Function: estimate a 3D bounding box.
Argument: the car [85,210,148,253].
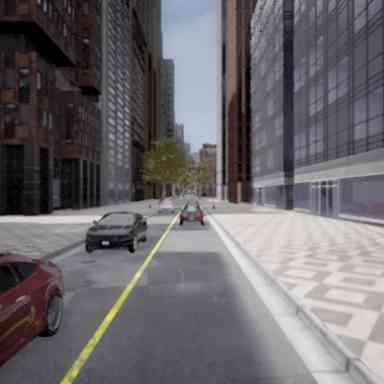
[{"bbox_3d":[-3.088,1.577,14.452,1.882,1.535,5.008,0,0,0],"label":"car"}]

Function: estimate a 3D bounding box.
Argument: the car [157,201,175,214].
[{"bbox_3d":[-3.017,1.803,40.220,1.812,1.442,4.674,0,-1,0],"label":"car"}]

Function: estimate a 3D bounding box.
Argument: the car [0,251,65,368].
[{"bbox_3d":[-3.091,1.554,4.056,1.812,1.442,4.674,0,0,0],"label":"car"}]

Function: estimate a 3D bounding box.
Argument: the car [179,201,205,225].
[{"bbox_3d":[0.009,1.702,25.655,1.812,1.442,4.674,0,0,0],"label":"car"}]
